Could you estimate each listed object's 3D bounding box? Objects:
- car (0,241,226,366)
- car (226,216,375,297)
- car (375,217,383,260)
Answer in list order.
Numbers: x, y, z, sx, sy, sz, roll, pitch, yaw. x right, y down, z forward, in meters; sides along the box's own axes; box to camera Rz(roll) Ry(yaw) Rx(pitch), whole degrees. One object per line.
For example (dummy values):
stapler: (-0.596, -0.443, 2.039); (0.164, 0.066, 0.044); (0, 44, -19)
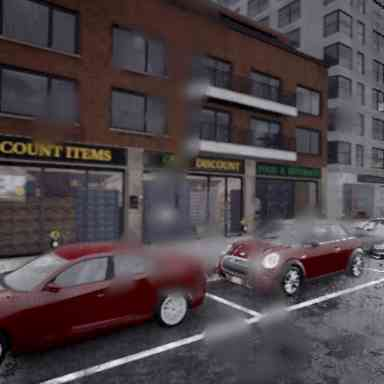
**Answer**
car: (-1.828, 1.550, 5.448); (4.507, 1.381, 1.887); (0, 1, -36)
car: (2.635, 1.466, 8.633); (4.097, 1.590, 1.967); (0, 1, -36)
car: (7.095, 1.598, 11.820); (4.403, 1.369, 2.008); (0, 1, -36)
